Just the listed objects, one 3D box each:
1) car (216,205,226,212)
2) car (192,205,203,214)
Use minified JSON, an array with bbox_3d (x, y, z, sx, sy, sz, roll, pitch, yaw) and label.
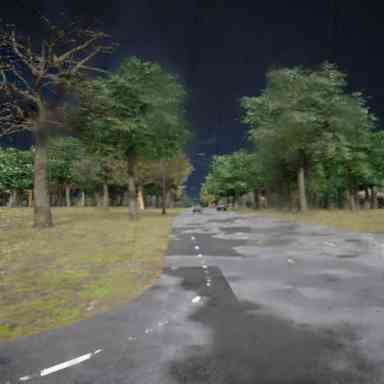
[{"bbox_3d":[6.571,3.714,75.934,1.882,1.535,5.008,-1,-2,-2],"label":"car"},{"bbox_3d":[1.135,3.615,66.125,1.895,1.301,4.718,-1,-2,5],"label":"car"}]
